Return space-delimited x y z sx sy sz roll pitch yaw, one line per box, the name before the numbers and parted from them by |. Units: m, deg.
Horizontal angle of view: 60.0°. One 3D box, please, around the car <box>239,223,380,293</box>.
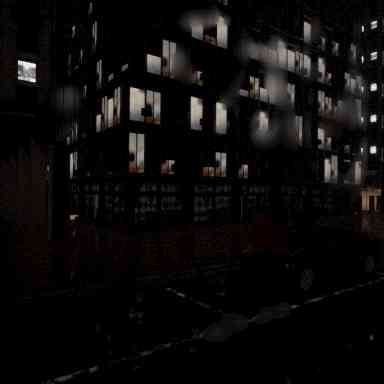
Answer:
car | 3.239 1.546 8.861 4.507 1.381 1.887 0 1 -36
